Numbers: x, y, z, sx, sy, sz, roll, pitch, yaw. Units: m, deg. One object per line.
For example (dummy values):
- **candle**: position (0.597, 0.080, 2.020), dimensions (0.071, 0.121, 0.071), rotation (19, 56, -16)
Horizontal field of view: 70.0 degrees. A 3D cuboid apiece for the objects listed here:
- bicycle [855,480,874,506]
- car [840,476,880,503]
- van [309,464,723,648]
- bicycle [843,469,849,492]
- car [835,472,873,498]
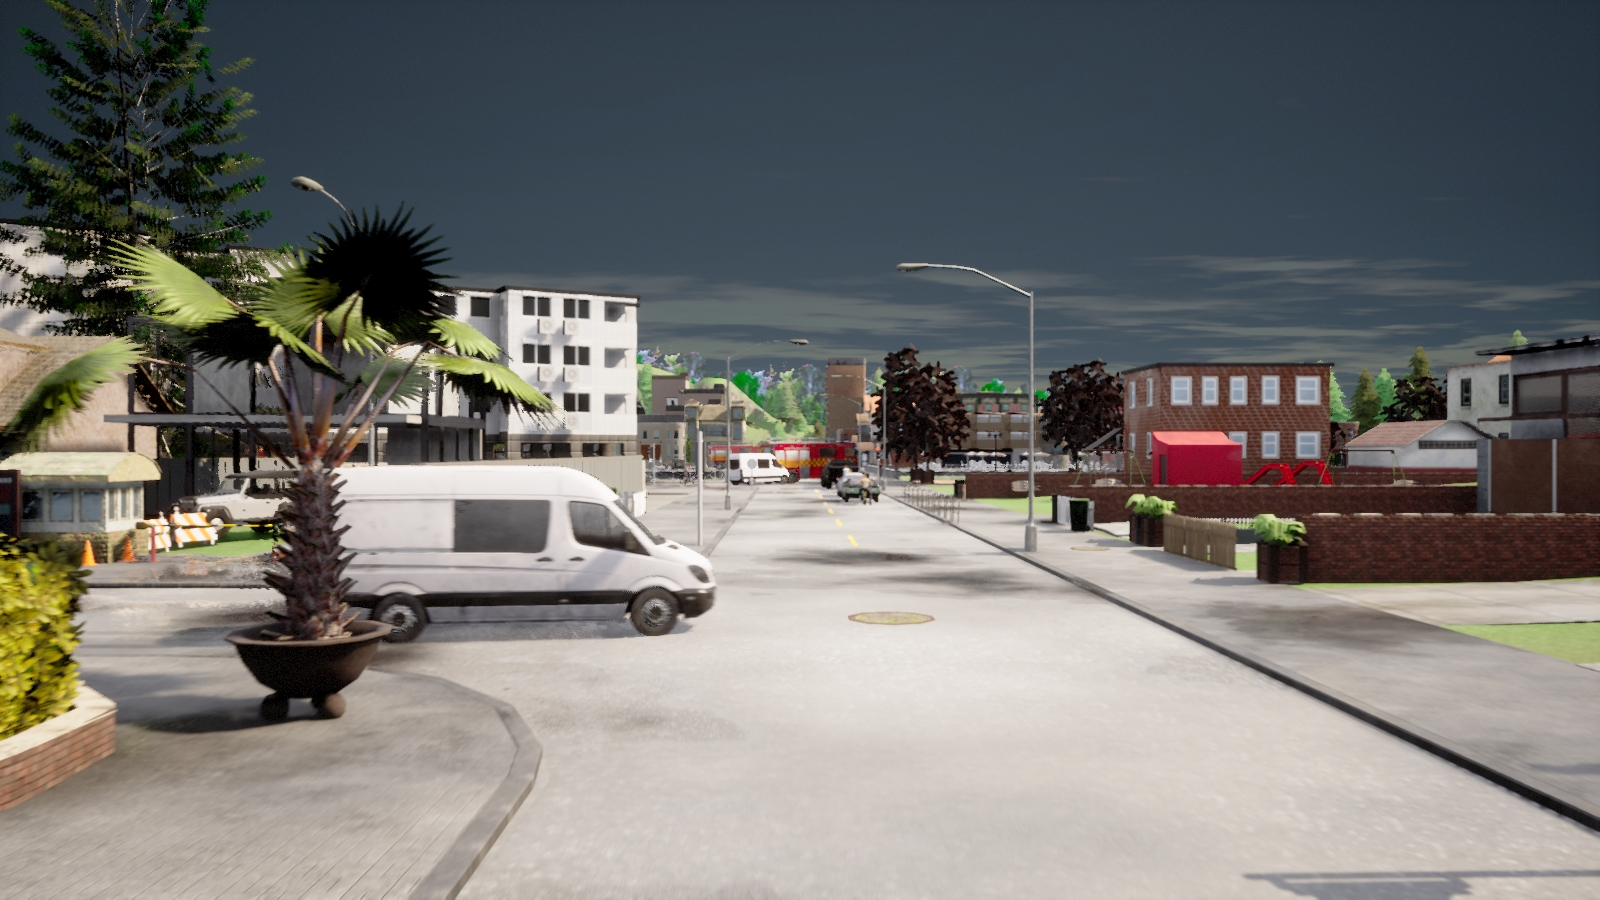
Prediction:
- **bicycle**: position (3.264, 2.157, 57.759), dimensions (0.859, 1.276, 1.487), rotation (0, 0, -1)
- **car**: position (3.251, 2.155, 62.575), dimensions (1.895, 1.301, 4.718), rotation (0, 0, -1)
- **van**: position (-4.254, 1.534, 17.772), dimensions (5.915, 2.561, 1.988), rotation (0, 1, -10)
- **bicycle**: position (3.128, 2.055, 77.714), dimensions (0.373, 1.496, 1.643), rotation (0, 0, -1)
- **car**: position (3.218, 2.081, 69.117), dimensions (2.002, 1.442, 4.674), rotation (0, 0, -1)
